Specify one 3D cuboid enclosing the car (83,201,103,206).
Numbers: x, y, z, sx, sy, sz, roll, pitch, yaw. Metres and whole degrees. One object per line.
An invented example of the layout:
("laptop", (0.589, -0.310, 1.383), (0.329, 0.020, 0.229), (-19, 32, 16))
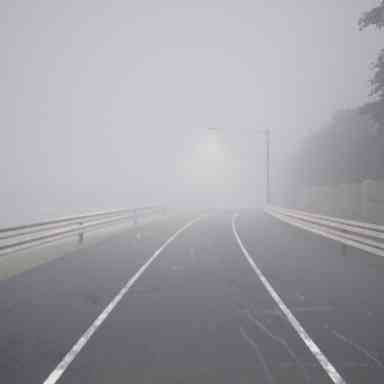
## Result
("car", (-23.771, 2.866, 79.976), (4.553, 1.767, 2.097), (1, -3, -17))
